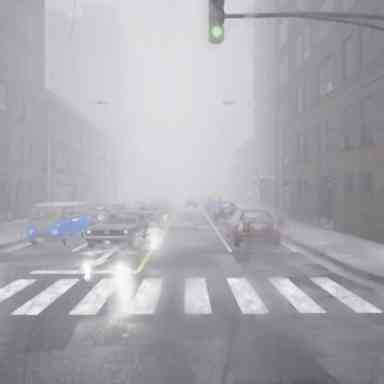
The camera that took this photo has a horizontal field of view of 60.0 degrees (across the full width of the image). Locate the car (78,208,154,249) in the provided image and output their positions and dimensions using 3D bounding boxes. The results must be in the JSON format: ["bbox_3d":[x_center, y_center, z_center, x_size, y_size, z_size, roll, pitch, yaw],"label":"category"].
[{"bbox_3d":[-3.146,1.610,14.854,1.895,1.301,4.718,0,0,2],"label":"car"}]

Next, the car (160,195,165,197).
[{"bbox_3d":[-6.055,1.567,54.733,1.887,1.381,4.507,0,0,0],"label":"car"}]

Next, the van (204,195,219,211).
[{"bbox_3d":[2.534,1.356,37.767,1.690,1.788,3.998,0,0,0],"label":"van"}]

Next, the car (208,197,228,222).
[{"bbox_3d":[2.577,1.451,26.429,1.967,1.590,4.097,0,0,0],"label":"car"}]

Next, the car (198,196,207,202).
[{"bbox_3d":[2.385,1.583,77.452,1.947,1.339,4.313,0,0,0],"label":"car"}]

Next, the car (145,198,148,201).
[{"bbox_3d":[-5.991,1.586,37.729,1.947,1.339,4.313,0,0,0],"label":"car"}]

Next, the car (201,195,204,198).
[{"bbox_3d":[2.492,1.568,49.106,2.008,1.369,4.403,0,0,0],"label":"car"}]

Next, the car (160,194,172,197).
[{"bbox_3d":[-6.119,1.337,71.739,2.192,1.841,5.009,0,0,0],"label":"car"}]

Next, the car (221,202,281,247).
[{"bbox_3d":[2.620,1.446,15.091,1.967,1.590,4.097,0,0,0],"label":"car"}]

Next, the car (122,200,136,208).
[{"bbox_3d":[-5.948,1.582,26.393,1.947,1.339,4.313,0,0,0],"label":"car"}]

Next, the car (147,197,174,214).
[{"bbox_3d":[-3.215,1.565,35.528,2.033,1.411,5.357,0,0,0],"label":"car"}]

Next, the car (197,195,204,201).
[{"bbox_3d":[2.343,1.595,88.791,1.802,1.307,4.206,0,0,0],"label":"car"}]

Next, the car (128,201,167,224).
[{"bbox_3d":[-3.183,1.615,24.838,1.895,1.301,4.718,0,0,0],"label":"car"}]

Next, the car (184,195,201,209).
[{"bbox_3d":[-0.062,1.523,45.599,1.837,1.490,4.892,0,0,0],"label":"car"}]

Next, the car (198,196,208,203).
[{"bbox_3d":[2.406,1.583,71.783,1.947,1.339,4.313,0,0,0],"label":"car"}]

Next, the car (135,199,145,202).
[{"bbox_3d":[-5.970,1.600,32.061,1.802,1.307,4.206,0,0,0],"label":"car"}]

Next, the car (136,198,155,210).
[{"bbox_3d":[-6.012,1.546,43.227,1.752,1.417,4.829,0,0,0],"label":"car"}]

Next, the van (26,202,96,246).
[{"bbox_3d":[-5.906,1.352,15.056,1.690,1.788,3.998,0,0,0],"label":"van"}]

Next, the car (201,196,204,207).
[{"bbox_3d":[2.512,1.542,43.606,1.752,1.417,4.829,0,0,0],"label":"car"}]

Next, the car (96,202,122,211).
[{"bbox_3d":[-5.927,1.454,20.725,1.967,1.590,4.097,0,0,0],"label":"car"}]

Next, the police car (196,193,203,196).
[{"bbox_3d":[2.145,1.442,61.194,1.930,1.638,5.238,0,0,0],"label":"police car"}]
